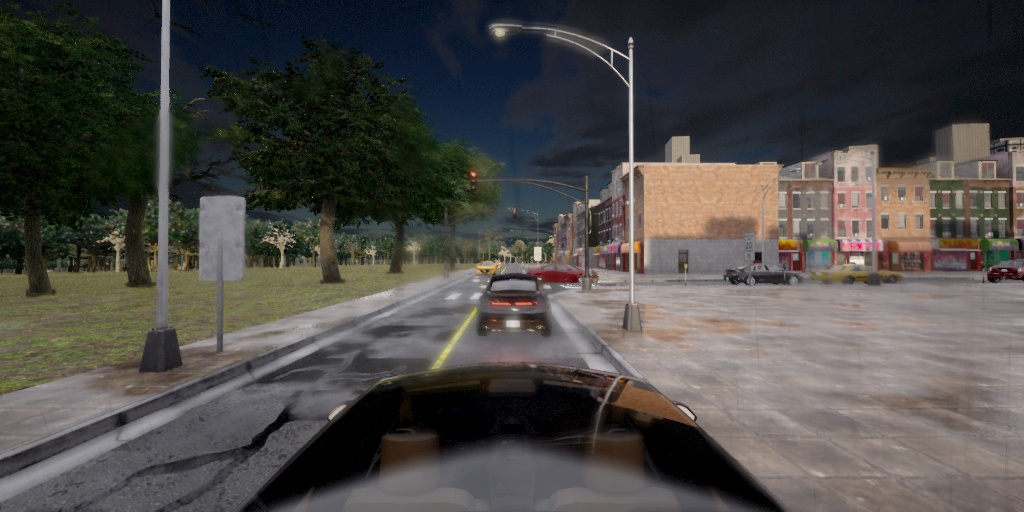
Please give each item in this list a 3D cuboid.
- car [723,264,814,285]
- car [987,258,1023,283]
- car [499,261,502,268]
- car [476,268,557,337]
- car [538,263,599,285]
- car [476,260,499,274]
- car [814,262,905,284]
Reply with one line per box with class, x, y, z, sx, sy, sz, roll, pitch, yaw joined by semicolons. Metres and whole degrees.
car;15.530;1.139;22.215;4.403;1.370;2.007;0;0;0
car;32.553;0.900;22.286;4.097;1.591;1.967;0;0;0
car;-2.699;1.420;59.160;1.882;1.535;5.008;0;-1;0
car;0.104;1.261;10.382;1.837;1.490;4.892;0;0;2
car;3.474;1.224;24.968;5.008;1.535;1.882;-1;1;18
car;-2.761;1.292;38.783;1.882;1.535;5.008;0;0;0
car;21.375;1.069;22.240;4.829;1.417;1.751;0;0;0
